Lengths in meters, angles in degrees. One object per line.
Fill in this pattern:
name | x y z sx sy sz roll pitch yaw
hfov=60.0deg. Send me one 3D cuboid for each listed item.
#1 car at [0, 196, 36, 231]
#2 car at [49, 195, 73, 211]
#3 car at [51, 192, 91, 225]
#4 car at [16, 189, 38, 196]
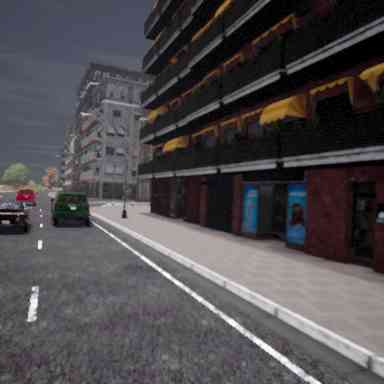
car | -9.752 1.191 17.917 2.128 1.511 4.902 3 0 -24
car | -13.762 1.133 35.226 2.128 1.511 4.902 2 0 -20
car | -8.122 1.016 22.209 2.150 2.045 5.566 3 0 -24
car | -20.607 0.619 41.466 2.150 2.045 5.566 3 0 -26
